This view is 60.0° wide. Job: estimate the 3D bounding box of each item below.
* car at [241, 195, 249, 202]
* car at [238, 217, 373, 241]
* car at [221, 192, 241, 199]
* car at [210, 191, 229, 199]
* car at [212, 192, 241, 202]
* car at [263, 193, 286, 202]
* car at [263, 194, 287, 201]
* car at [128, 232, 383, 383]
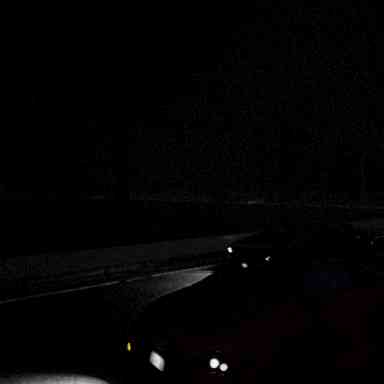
[{"bbox_3d":[9.516,1.194,68.269,1.812,1.442,4.674,0,0,-36],"label":"car"},{"bbox_3d":[3.530,1.503,10.191,5.357,1.411,2.033,0,0,-35],"label":"car"},{"bbox_3d":[9.287,0.824,79.627,2.097,1.767,4.553,0,0,-36],"label":"car"},{"bbox_3d":[6.624,0.705,77.762,2.150,2.045,5.566,0,0,-36],"label":"car"},{"bbox_3d":[6.852,1.185,66.385,2.128,1.511,4.902,0,0,-36],"label":"car"},{"bbox_3d":[15.980,1.045,64.915,2.097,1.767,4.553,0,0,-36],"label":"car"},{"bbox_3d":[17.120,1.087,68.872,1.812,1.442,4.674,0,0,-36],"label":"car"},{"bbox_3d":[1.263,1.546,4.587,4.181,1.385,1.994,0,0,-35],"label":"car"}]
